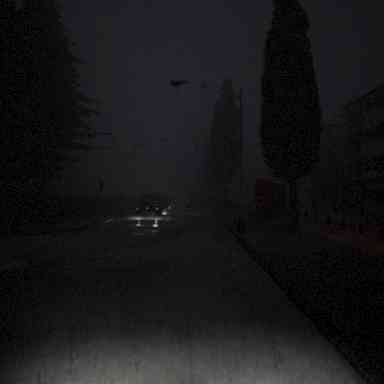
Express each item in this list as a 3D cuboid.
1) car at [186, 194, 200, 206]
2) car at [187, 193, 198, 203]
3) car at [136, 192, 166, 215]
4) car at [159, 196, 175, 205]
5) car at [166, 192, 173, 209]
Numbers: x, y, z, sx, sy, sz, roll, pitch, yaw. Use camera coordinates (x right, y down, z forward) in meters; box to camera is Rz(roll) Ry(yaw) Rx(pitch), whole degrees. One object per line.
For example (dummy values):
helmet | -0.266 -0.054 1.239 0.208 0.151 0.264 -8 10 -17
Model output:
car | 0.132 1.358 49.475 2.033 1.411 5.357 0 0 -2
car | 0.058 1.101 65.321 2.097 1.767 4.553 0 0 0
car | -4.097 1.095 32.964 2.150 2.045 5.566 0 0 0
car | -4.023 1.340 54.104 2.033 1.411 5.357 0 0 0
car | -4.081 1.055 43.400 2.150 2.045 5.566 0 0 0
